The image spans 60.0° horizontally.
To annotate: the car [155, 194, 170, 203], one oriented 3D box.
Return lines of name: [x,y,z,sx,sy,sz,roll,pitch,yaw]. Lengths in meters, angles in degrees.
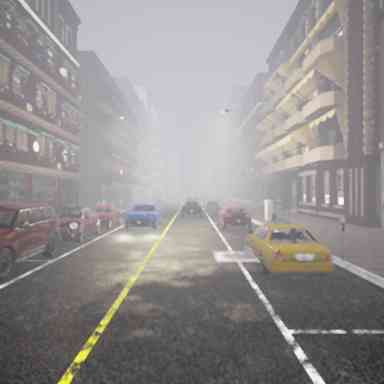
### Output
car: [-5.737,1.485,60.788,2.008,1.369,4.403,0,0,0]

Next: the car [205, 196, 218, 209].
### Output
car: [2.657,1.505,43.882,2.008,1.369,4.403,0,0,0]

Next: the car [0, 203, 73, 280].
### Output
car: [-5.696,1.305,10.063,2.192,1.841,5.009,0,0,0]

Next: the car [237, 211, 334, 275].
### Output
car: [2.683,1.515,10.235,1.752,1.417,4.829,0,0,0]

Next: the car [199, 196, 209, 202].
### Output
car: [2.634,1.487,72.064,1.947,1.339,4.313,0,0,0]

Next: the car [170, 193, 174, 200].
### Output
car: [-5.751,1.459,77.697,1.887,1.381,4.507,0,0,0]

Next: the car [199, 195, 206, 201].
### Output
car: [2.625,1.489,83.336,1.802,1.307,4.206,0,0,0]

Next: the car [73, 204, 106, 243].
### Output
car: [-5.701,1.424,15.698,1.967,1.590,4.097,0,0,0]

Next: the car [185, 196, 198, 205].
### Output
car: [-0.044,1.447,58.671,2.163,1.488,4.792,0,0,0]

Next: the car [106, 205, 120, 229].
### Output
car: [-5.706,1.523,21.336,1.887,1.381,4.507,0,0,0]

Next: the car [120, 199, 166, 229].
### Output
car: [-3.019,1.463,21.407,1.882,1.535,5.008,0,0,0]

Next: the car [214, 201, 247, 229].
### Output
car: [2.674,1.523,21.338,1.887,1.381,4.507,0,0,0]

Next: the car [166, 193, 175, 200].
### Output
car: [-5.759,1.216,88.970,2.192,1.841,5.009,0,0,0]

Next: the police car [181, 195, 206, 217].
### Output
police car: [0.005,1.400,31.098,1.930,1.638,5.238,0,0,0]

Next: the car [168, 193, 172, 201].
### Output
car: [-5.742,1.478,66.425,2.008,1.369,4.403,0,0,0]
